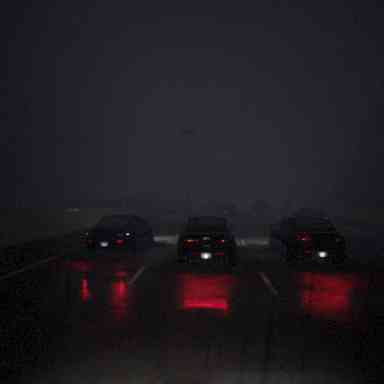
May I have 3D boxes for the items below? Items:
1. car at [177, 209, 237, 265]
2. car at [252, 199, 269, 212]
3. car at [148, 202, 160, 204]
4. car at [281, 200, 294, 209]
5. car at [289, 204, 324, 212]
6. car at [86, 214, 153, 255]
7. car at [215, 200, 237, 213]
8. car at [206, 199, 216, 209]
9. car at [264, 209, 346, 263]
[{"bbox_3d":[0.556,1.599,12.087,1.837,1.490,4.892,0,0,4],"label":"car"},{"bbox_3d":[9.360,1.728,45.057,2.097,1.767,4.553,0,0,14],"label":"car"},{"bbox_3d":[-6.696,1.866,53.641,1.837,1.490,4.892,0,0,16],"label":"car"},{"bbox_3d":[15.021,1.935,52.445,1.882,1.535,5.008,0,0,16],"label":"car"},{"bbox_3d":[8.886,1.829,25.157,1.895,1.301,4.718,0,0,8],"label":"car"},{"bbox_3d":[-2.847,1.614,13.729,1.812,1.442,4.674,0,0,4],"label":"car"},{"bbox_3d":[4.175,1.906,38.652,1.895,1.301,4.718,0,0,12],"label":"car"},{"bbox_3d":[3.310,1.889,49.849,1.837,1.490,4.892,0,0,15],"label":"car"},{"bbox_3d":[4.078,1.618,12.408,1.837,1.490,4.892,0,0,4],"label":"car"}]
